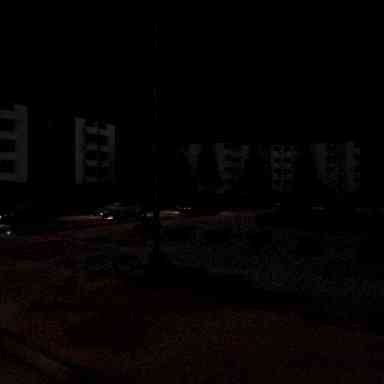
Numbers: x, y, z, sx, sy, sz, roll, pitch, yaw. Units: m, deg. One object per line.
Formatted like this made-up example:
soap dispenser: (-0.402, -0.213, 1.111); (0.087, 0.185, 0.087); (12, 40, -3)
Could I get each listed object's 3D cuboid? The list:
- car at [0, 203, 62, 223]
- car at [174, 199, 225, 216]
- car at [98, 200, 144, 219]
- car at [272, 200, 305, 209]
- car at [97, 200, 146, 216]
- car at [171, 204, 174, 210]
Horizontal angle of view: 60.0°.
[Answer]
car: (-13.237, 1.685, 27.495); (1.837, 1.490, 4.892); (0, 0, 34)
car: (1.118, 1.675, 34.572); (5.357, 1.411, 2.033); (0, 0, -44)
car: (-6.521, 1.682, 30.903); (1.812, 1.442, 4.674); (-1, 0, 36)
car: (13.538, 1.705, 46.199); (4.718, 1.301, 1.895); (0, 0, -21)
car: (-7.472, 1.657, 35.490); (1.882, 1.535, 5.008); (-1, 0, 40)
car: (-0.410, 1.672, 42.453); (4.892, 1.490, 1.837); (0, 0, -37)
